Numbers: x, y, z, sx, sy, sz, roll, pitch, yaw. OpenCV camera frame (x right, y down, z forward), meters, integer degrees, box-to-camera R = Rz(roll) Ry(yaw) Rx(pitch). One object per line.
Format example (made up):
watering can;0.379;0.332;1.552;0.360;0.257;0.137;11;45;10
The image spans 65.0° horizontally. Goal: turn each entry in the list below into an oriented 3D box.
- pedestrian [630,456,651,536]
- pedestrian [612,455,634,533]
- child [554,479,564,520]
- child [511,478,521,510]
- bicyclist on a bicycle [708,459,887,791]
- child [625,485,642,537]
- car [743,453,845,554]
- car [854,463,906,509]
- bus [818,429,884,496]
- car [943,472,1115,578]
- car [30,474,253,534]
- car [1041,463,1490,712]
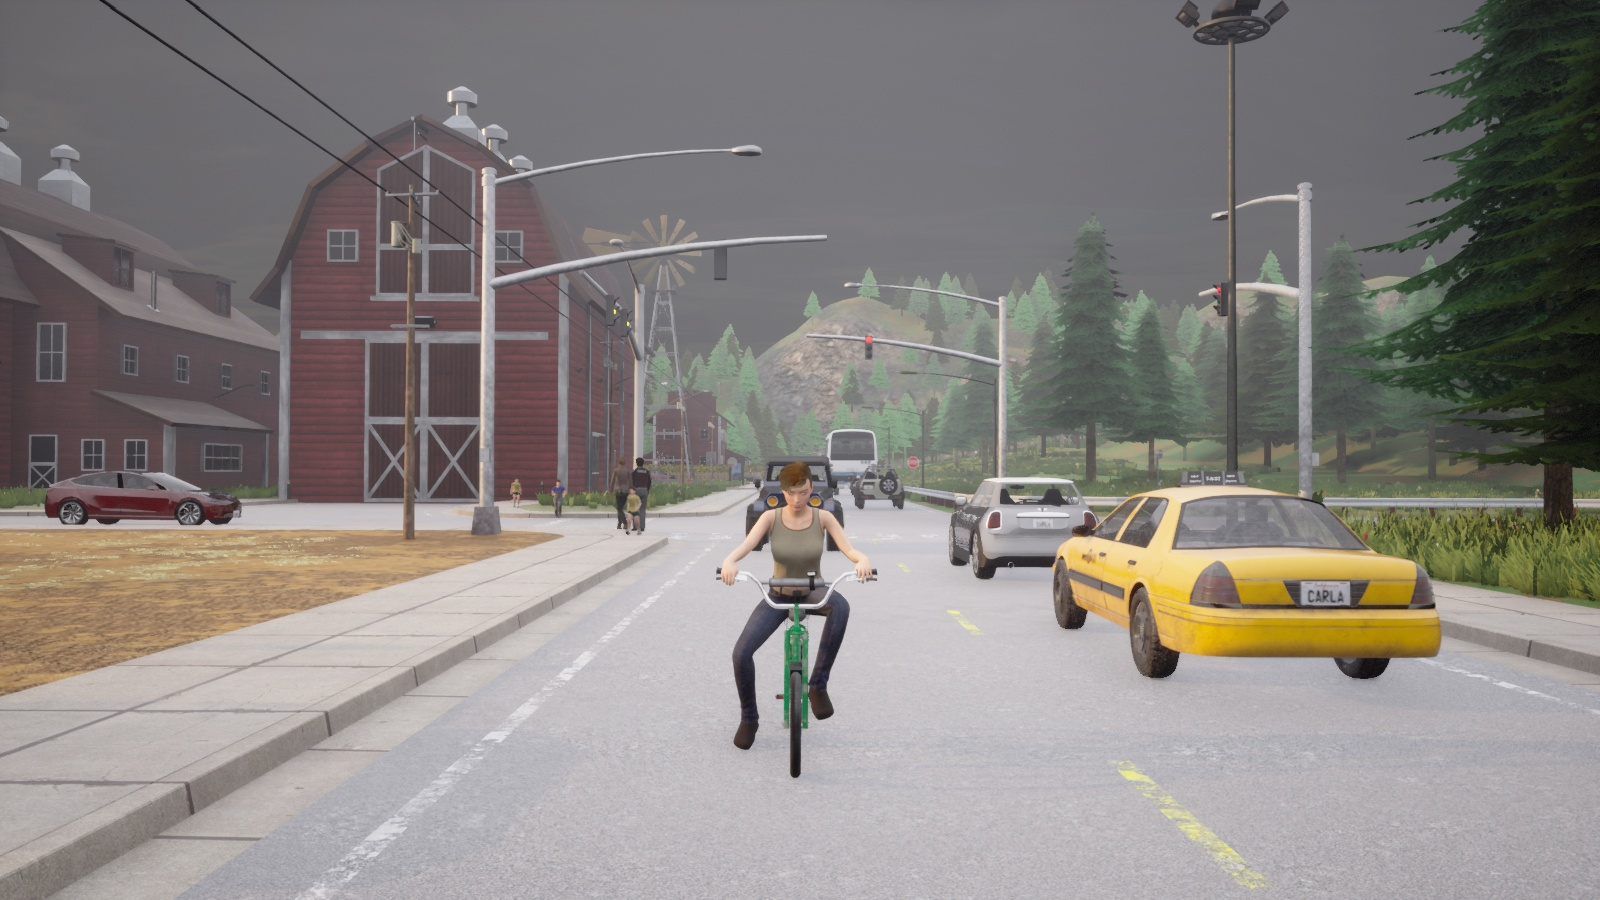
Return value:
pedestrian;-3.913;1.115;30.728;0.402;1.930;0.666;0;-1;-16
pedestrian;-4.265;1.051;30.232;0.331;1.846;0.634;0;-1;-25
child;-7.550;1.538;39.334;0.270;1.263;0.437;0;-1;-9
child;-9.757;1.502;43.164;0.255;1.110;0.394;0;-1;-27
bicyclist on a bicycle;-0.011;0.867;6.884;0.866;1.612;1.509;0;-1;0
child;-3.607;1.311;27.222;0.255;1.110;0.394;0;-1;14
car;-0.060;1.038;25.502;1.905;1.878;3.866;0;-1;1
car;3.347;1.511;53.324;1.932;1.855;4.605;0;-1;0
bus;3.301;0.842;84.597;3.944;4.253;10.273;0;-1;0
car;3.455;1.096;19.668;1.970;1.475;3.806;0;-1;0
car;-17.390;1.413;33.345;4.792;1.488;2.163;0;-1;-1
car;3.476;0.919;10.684;1.801;1.575;5.366;0;-1;0
